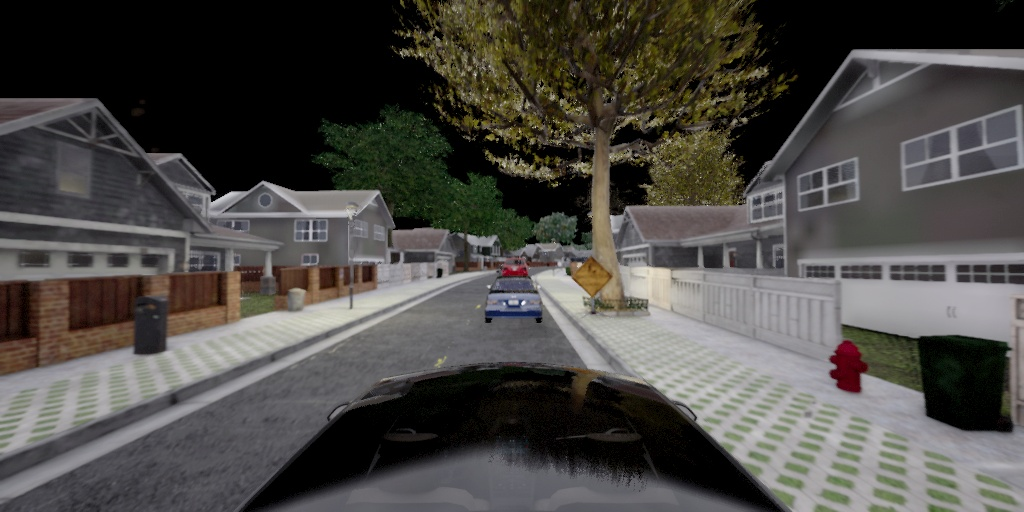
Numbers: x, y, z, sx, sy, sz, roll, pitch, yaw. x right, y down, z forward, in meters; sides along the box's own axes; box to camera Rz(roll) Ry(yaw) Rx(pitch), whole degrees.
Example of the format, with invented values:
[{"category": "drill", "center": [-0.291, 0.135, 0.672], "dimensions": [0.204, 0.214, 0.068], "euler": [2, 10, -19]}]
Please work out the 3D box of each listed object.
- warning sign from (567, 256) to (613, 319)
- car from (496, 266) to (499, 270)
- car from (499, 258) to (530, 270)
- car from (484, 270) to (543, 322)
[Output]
[{"category": "warning sign", "center": [2.515, 0.929, 11.137], "dimensions": [1.300, 1.860, 1.060], "euler": [0, 0, 0]}, {"category": "car", "center": [-0.887, 1.711, 48.480], "dimensions": [2.033, 1.411, 5.357], "euler": [0, -1, 9]}, {"category": "car", "center": [0.384, 1.211, 31.791], "dimensions": [2.150, 2.045, 5.566], "euler": [0, -1, 3]}, {"category": "car", "center": [0.060, 1.373, 12.641], "dimensions": [2.033, 1.411, 5.357], "euler": [0, 0, 0]}]
